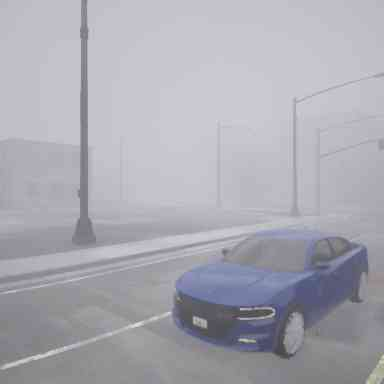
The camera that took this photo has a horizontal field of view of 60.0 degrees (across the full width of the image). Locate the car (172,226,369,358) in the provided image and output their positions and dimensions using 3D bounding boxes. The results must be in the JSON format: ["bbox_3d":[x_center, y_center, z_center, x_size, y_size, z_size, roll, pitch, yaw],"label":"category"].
[{"bbox_3d":[1.794,1.477,6.311,1.882,1.535,5.008,0,0,43],"label":"car"}]
